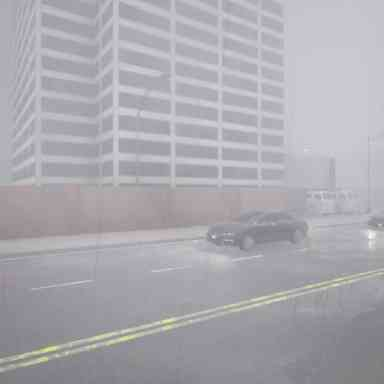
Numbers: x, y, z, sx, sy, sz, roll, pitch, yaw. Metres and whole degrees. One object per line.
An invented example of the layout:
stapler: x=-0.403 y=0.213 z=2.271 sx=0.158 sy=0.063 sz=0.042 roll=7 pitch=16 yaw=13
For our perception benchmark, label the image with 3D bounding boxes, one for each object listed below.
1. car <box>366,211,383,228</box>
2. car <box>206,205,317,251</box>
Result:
car: x=13.232 y=1.547 z=20.858 sx=5.357 sy=1.411 sz=2.033 roll=0 pitch=0 yaw=-33
car: x=2.870 y=1.506 z=14.165 sx=4.892 sy=1.490 sz=1.837 roll=0 pitch=0 yaw=-33
